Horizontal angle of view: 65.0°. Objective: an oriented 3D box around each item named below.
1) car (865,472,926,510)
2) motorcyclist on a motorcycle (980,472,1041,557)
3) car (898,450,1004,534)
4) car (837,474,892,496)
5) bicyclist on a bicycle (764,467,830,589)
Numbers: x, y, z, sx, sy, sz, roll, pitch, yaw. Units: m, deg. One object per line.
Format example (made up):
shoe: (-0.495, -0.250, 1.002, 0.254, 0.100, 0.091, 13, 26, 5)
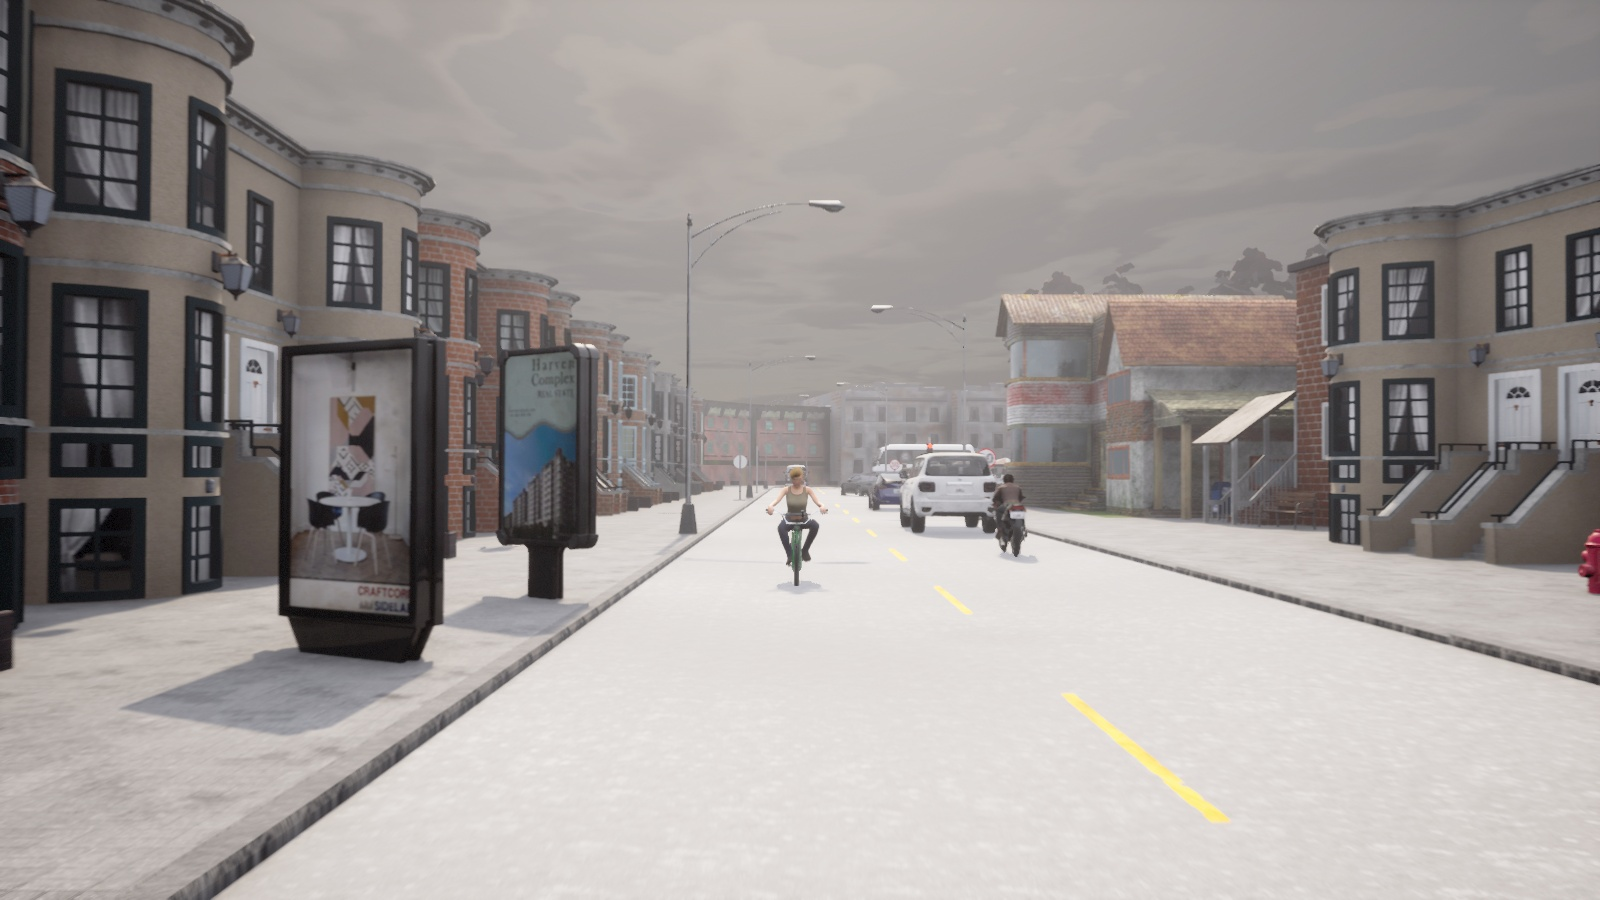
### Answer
car: (3.875, 1.664, 51.689, 2.163, 1.488, 4.792, 0, -1, 0)
motorcyclist on a motorcycle: (3.945, 1.179, 23.735, 0.797, 1.523, 2.044, 0, -1, 0)
car: (3.921, 1.080, 33.563, 2.150, 2.045, 5.566, 0, -1, 0)
car: (4.040, 2.191, 79.371, 1.994, 1.385, 4.181, 0, -1, -20)
bicyclist on a bicycle: (-0.035, 1.042, 17.386, 0.866, 1.612, 1.509, 0, -1, 0)
